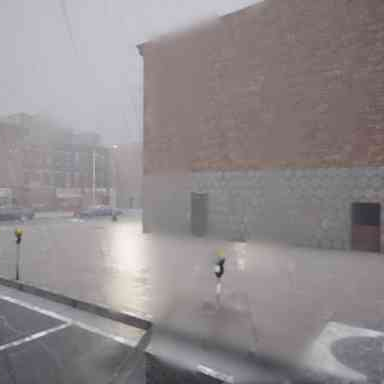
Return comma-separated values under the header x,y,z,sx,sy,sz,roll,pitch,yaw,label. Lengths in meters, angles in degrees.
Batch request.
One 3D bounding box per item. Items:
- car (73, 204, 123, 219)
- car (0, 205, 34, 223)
x,y,z,sx,sy,sz,roll,pitch,yaw,label
-9.893,2.041,35.527,2.033,1.411,5.357,1,0,35,car
-15.630,1.856,27.505,2.128,1.511,4.902,1,0,36,car
